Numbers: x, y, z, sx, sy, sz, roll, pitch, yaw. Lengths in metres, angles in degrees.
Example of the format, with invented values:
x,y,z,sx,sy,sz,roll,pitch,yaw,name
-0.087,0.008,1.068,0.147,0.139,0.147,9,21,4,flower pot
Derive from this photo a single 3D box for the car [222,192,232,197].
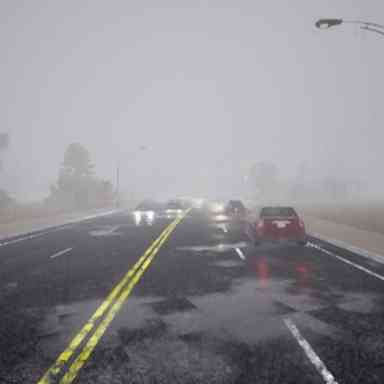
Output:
x,y,z,sx,sy,sz,roll,pitch,yaw,name
9.127,1.283,89.885,1.895,1.301,4.718,0,0,7,car

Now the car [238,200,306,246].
x,y,z,sx,sy,sz,roll,pitch,yaw,name
3.556,1.318,15.175,2.097,1.767,4.553,0,0,1,car

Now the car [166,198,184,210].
x,y,z,sx,sy,sz,roll,pitch,yaw,name
-2.070,1.448,41.099,1.994,1.385,4.181,0,0,4,car

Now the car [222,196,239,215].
x,y,z,sx,sy,sz,roll,pitch,yaw,name
4.181,1.440,32.850,1.812,1.442,4.674,0,0,3,car

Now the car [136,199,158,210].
x,y,z,sx,sy,sz,roll,pitch,yaw,name
-5.395,1.487,40.106,1.895,1.301,4.718,0,0,3,car
